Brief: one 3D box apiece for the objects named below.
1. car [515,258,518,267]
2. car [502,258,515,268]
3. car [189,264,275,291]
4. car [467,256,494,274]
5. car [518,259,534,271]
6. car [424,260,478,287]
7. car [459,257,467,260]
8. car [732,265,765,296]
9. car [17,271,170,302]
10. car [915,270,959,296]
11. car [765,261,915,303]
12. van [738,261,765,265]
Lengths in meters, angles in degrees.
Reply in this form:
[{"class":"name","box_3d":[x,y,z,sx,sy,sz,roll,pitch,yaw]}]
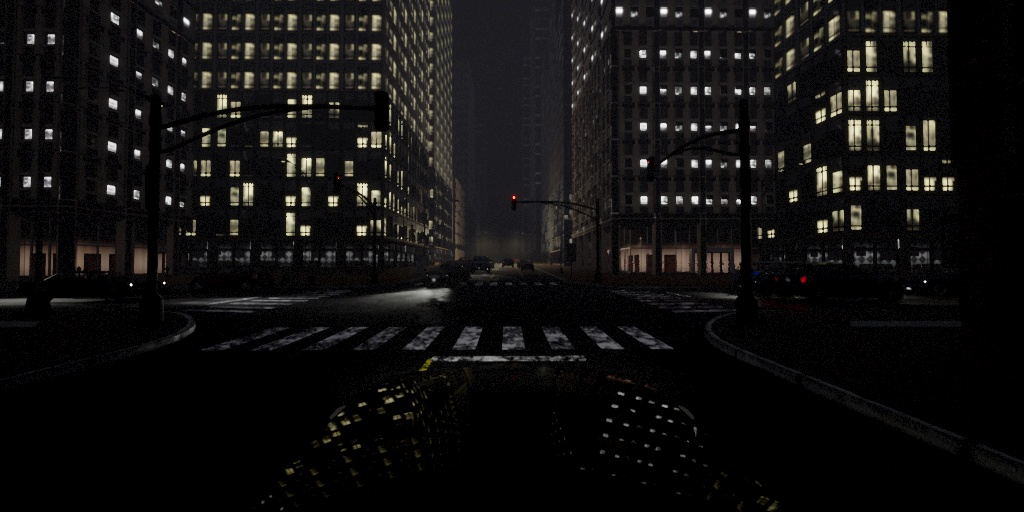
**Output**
[{"class":"car","box_3d":[1.913,1.297,59.701,1.751,1.417,4.829,0,0,-1]},{"class":"car","box_3d":[-0.732,1.126,64.000,2.097,1.767,4.553,0,0,-1]},{"class":"car","box_3d":[-16.757,1.255,21.472,4.097,1.591,1.967,0,0,-1]},{"class":"car","box_3d":[-3.634,0.988,41.775,2.150,2.045,5.566,0,0,-1]},{"class":"car","box_3d":[2.065,1.349,48.376,1.802,1.307,4.207,0,0,-1]},{"class":"car","box_3d":[-4.361,1.250,24.927,2.128,1.511,4.902,0,0,13]},{"class":"car","box_3d":[-6.164,1.203,37.052,1.967,1.591,4.097,0,0,-1]},{"class":"car","box_3d":[14.522,1.342,19.239,4.674,1.442,1.812,0,-1,-2]},{"class":"car","box_3d":[-18.066,1.300,15.680,4.718,1.301,1.895,0,-1,-1]},{"class":"car","box_3d":[23.566,1.435,19.343,4.718,1.301,1.895,0,-1,-1]},{"class":"car","box_3d":[14.528,1.106,16.108,4.553,1.767,2.097,0,-1,0]},{"class":"van","box_3d":[15.714,1.210,21.835,3.998,1.789,1.690,0,0,-1]}]
